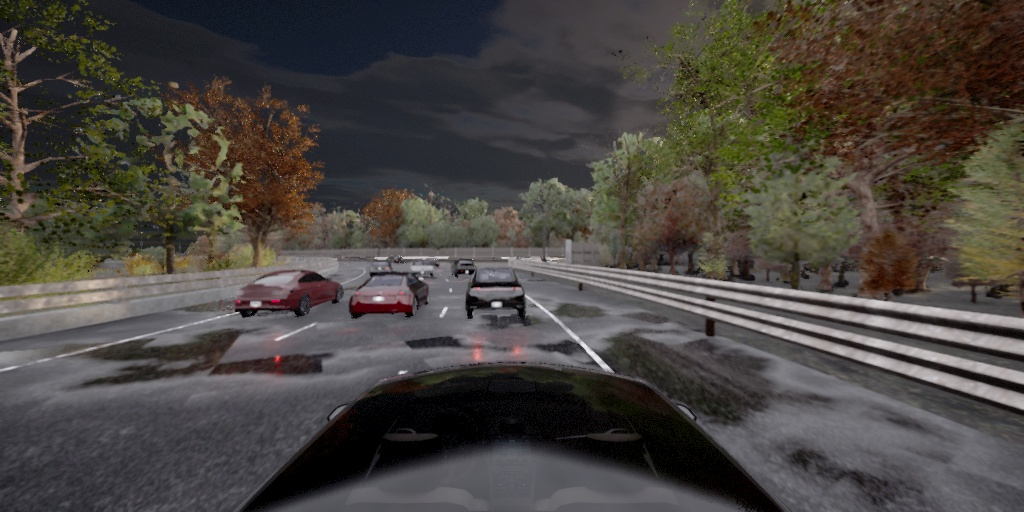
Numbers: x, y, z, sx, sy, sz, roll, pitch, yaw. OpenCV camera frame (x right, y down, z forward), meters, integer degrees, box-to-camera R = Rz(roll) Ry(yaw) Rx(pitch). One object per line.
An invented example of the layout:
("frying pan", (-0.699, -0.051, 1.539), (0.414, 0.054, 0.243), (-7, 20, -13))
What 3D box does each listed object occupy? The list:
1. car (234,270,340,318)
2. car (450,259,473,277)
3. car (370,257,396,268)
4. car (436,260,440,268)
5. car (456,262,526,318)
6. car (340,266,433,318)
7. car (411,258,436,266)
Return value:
("car", (-7.646, 1.208, 12.695), (1.812, 1.442, 4.674), (0, 0, -5))
("car", (-4.274, 1.021, 31.387), (1.837, 1.490, 4.892), (0, 0, -15))
("car", (-11.643, 1.082, 31.932), (2.033, 1.411, 5.357), (0, 0, -17))
("car", (-11.774, 0.978, 50.857), (1.895, 1.301, 4.718), (0, 1, -27))
("car", (-0.631, 1.152, 12.643), (2.128, 1.511, 4.902), (0, 0, -5))
("car", (-4.150, 1.235, 12.709), (1.994, 1.385, 4.181), (0, 0, -5))
("car", (-8.335, 1.117, 32.913), (1.895, 1.301, 4.718), (0, 0, -17))
